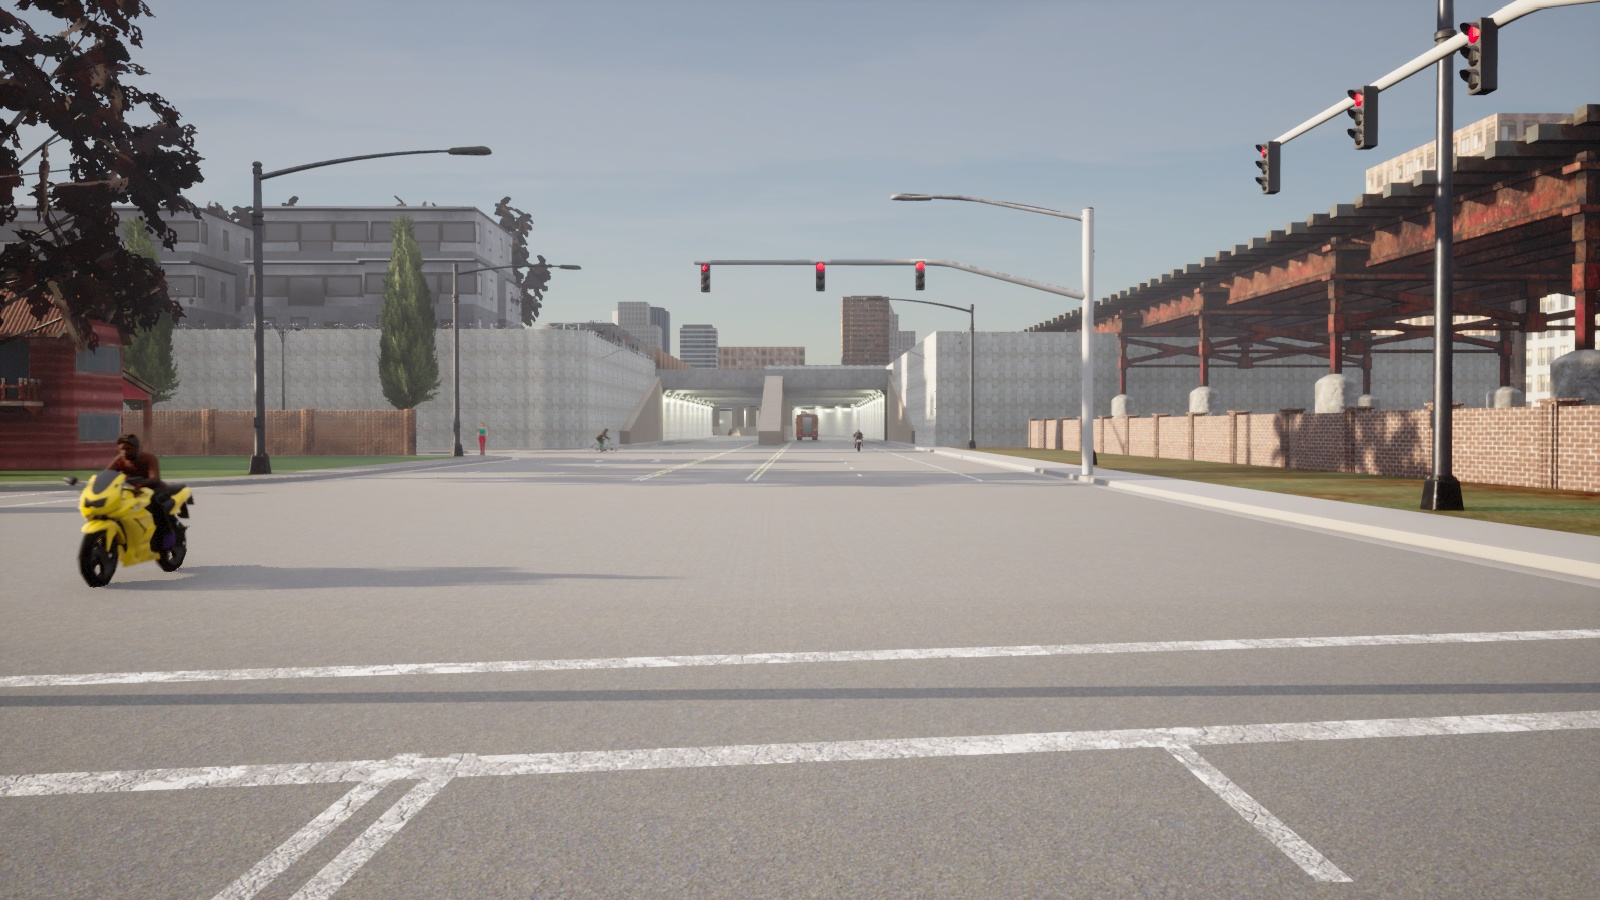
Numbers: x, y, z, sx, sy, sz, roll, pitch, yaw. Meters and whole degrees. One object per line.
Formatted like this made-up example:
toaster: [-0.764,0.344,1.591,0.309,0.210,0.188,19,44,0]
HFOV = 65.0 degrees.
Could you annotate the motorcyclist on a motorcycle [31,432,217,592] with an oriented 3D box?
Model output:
motorcyclist on a motorcycle: [-6.912,0.581,12.981,0.797,1.523,2.044,0,1,0]

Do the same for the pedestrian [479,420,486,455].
pedestrian: [-16.957,-0.665,67.038,0.345,1.836,0.594,0,1,-14]
